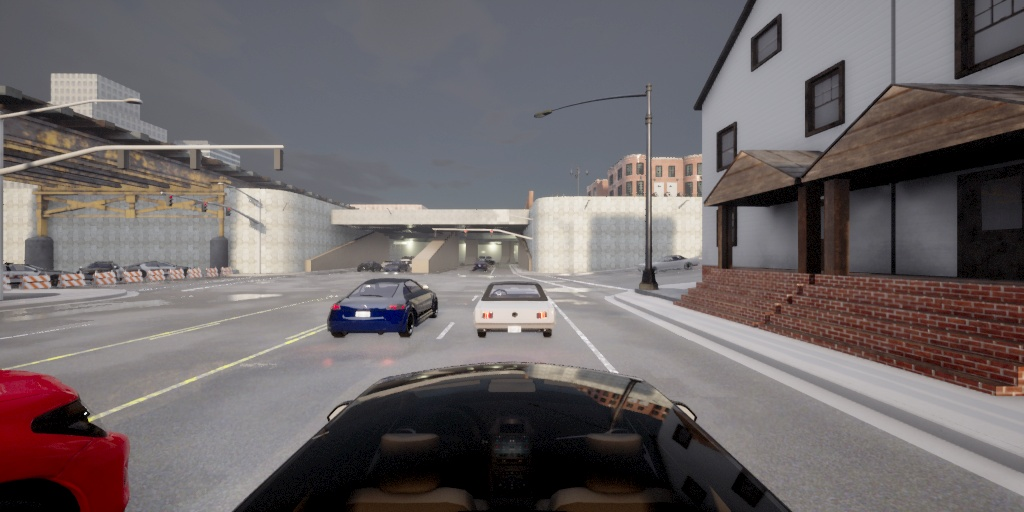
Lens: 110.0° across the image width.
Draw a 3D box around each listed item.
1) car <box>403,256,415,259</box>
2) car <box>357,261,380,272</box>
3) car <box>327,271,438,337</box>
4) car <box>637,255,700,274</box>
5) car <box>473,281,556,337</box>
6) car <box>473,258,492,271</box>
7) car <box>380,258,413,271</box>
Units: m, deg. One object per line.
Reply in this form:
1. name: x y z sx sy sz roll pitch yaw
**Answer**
1. car: -15.092 1.241 55.958 2.128 1.511 4.902 0 0 -1
2. car: -18.345 1.314 46.267 1.994 1.385 4.181 0 0 -1
3. car: -3.432 1.314 10.284 1.994 1.385 4.181 0 0 0
4. car: 13.051 0.665 30.220 4.718 1.301 1.895 -7 0 0
5. car: 0.070 1.351 10.239 1.895 1.301 4.718 0 0 0
6. car: -4.270 1.297 49.026 2.033 1.411 5.357 0 0 -1
7. car: -14.848 1.297 46.355 2.033 1.411 5.357 0 0 -1
